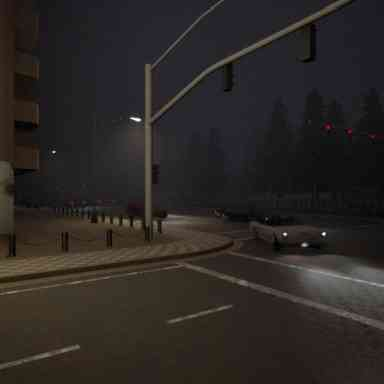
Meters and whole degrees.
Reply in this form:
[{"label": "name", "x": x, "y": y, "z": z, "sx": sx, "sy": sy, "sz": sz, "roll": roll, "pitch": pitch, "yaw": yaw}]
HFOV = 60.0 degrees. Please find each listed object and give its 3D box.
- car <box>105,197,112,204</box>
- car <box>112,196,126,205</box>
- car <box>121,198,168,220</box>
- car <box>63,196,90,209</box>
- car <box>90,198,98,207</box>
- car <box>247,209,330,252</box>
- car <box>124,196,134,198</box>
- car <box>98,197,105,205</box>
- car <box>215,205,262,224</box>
[{"label": "car", "x": -16.676, "y": 1.656, "z": 64.486, "sx": 1.895, "sy": 1.301, "sz": 4.718, "roll": 0, "pitch": 0, "yaw": -36}, {"label": "car", "x": -11.416, "y": 1.408, "z": 57.209, "sx": 2.097, "sy": 1.767, "sz": 4.553, "roll": 0, "pitch": 0, "yaw": -36}, {"label": "car", "x": -3.921, "y": 1.533, "z": 28.481, "sx": 1.882, "sy": 1.535, "sz": 5.008, "roll": 0, "pitch": 0, "yaw": -36}, {"label": "car", "x": -16.129, "y": 1.406, "z": 45.492, "sx": 2.097, "sy": 1.767, "sz": 4.553, "roll": 0, "pitch": 0, "yaw": -35}, {"label": "car", "x": -17.226, "y": 1.563, "z": 53.100, "sx": 1.837, "sy": 1.490, "sz": 4.892, "roll": 0, "pitch": 0, "yaw": -35}, {"label": "car", "x": 3.928, "y": 1.612, "z": 14.116, "sx": 1.895, "sy": 1.301, "sz": 4.718, "roll": 0, "pitch": 0, "yaw": -4}, {"label": "car", "x": -5.115, "y": 1.547, "z": 36.134, "sx": 2.128, "sy": 1.511, "sz": 4.902, "roll": 0, "pitch": 0, "yaw": -36}, {"label": "car", "x": -18.003, "y": 1.656, "z": 60.366, "sx": 1.895, "sy": 1.301, "sz": 4.718, "roll": 0, "pitch": 0, "yaw": -36}, {"label": "car", "x": 3.877, "y": 1.603, "z": 23.639, "sx": 2.033, "sy": 1.411, "sz": 5.357, "roll": 0, "pitch": 0, "yaw": -36}]
